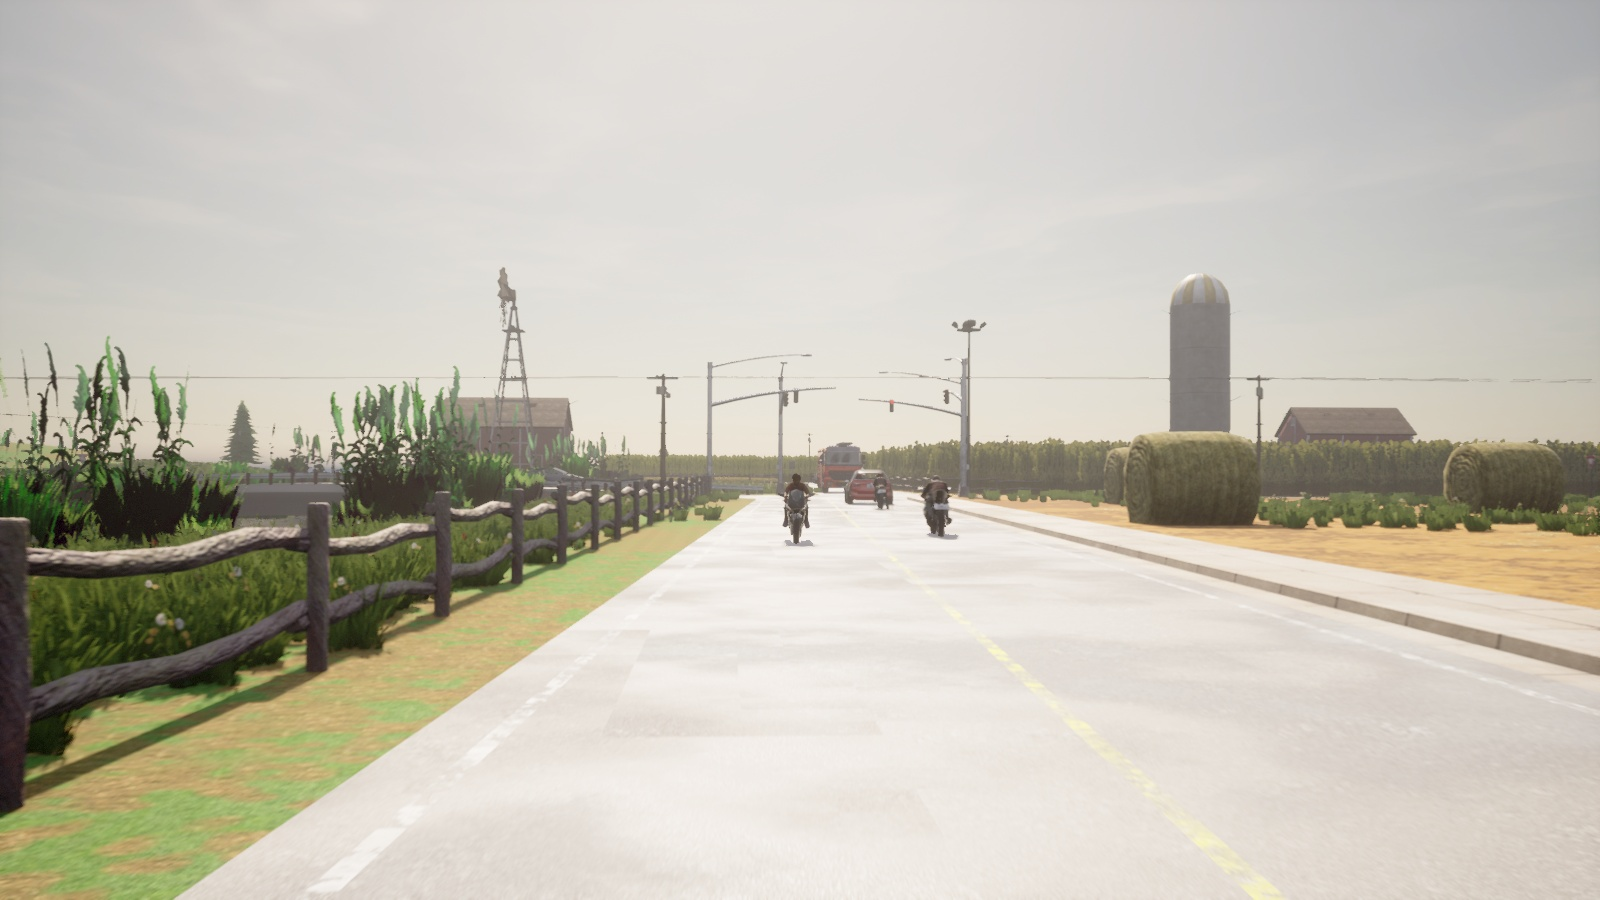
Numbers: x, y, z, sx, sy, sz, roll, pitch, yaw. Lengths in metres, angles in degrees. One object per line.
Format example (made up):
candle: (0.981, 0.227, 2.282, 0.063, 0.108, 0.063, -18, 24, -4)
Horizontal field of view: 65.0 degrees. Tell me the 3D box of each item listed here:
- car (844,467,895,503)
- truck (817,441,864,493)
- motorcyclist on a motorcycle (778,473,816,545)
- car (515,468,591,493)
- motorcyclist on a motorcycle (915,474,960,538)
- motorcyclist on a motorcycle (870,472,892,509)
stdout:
car: (3.352, 1.697, 61.512, 2.242, 1.667, 4.611, 0, -1, 0)
truck: (3.017, 1.323, 96.555, 2.891, 3.827, 8.468, 0, -1, -3)
motorcyclist on a motorcycle: (-0.068, 1.269, 27.581, 0.797, 1.523, 2.044, 0, -1, 0)
car: (-15.351, 1.902, 78.178, 4.181, 1.385, 1.994, 2, -1, 3)
motorcyclist on a motorcycle: (3.423, 1.373, 31.427, 0.866, 1.530, 2.191, 0, -1, 0)
motorcyclist on a motorcycle: (3.371, 1.682, 52.573, 0.797, 1.523, 2.044, 0, -1, 0)
